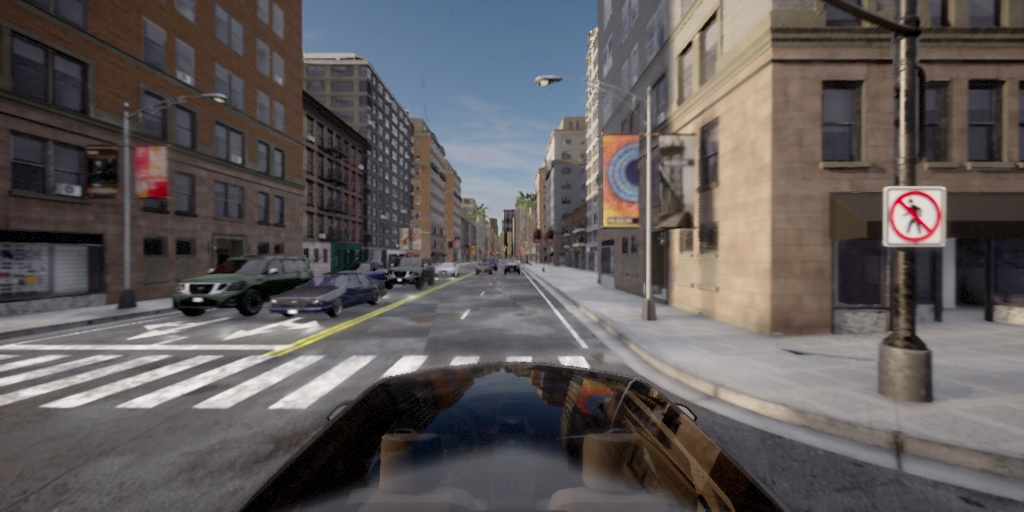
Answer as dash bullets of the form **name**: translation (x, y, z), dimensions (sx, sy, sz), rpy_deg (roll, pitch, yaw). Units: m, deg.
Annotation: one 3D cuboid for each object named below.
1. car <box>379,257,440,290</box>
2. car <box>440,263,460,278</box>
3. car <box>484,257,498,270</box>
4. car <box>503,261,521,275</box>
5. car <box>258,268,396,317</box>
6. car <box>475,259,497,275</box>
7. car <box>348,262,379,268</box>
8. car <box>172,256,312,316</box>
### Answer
- **car**: translation (-6.599, 1.053, 23.830), dimensions (2.150, 2.045, 5.566), rpy_deg (0, 0, 0)
- **car**: translation (-6.576, 1.413, 36.961), dimensions (1.812, 1.442, 4.674), rpy_deg (0, 0, 0)
- **car**: translation (-3.242, 1.181, 52.955), dimensions (2.150, 2.045, 5.566), rpy_deg (0, 0, 0)
- **car**: translation (0.005, 1.390, 42.339), dimensions (1.882, 1.535, 5.008), rpy_deg (0, 0, 0)
- **car**: translation (-6.567, 1.340, 13.660), dimensions (2.033, 1.411, 5.357), rpy_deg (0, 0, 4)
- **car**: translation (-3.245, 1.403, 42.339), dimensions (2.128, 1.511, 4.902), rpy_deg (0, 0, 0)
- **car**: translation (-9.838, 1.183, 23.583), dimensions (2.097, 1.767, 4.553), rpy_deg (0, 0, 0)
- **car**: translation (-9.845, 1.014, 13.889), dimensions (2.150, 2.045, 5.566), rpy_deg (0, 0, -2)
